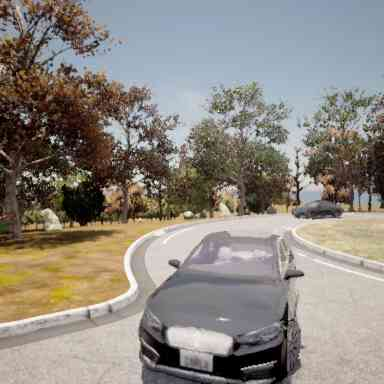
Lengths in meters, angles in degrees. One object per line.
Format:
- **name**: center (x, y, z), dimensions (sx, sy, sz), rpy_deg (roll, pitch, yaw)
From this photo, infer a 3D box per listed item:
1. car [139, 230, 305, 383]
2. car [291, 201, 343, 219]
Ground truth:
- **car**: center (0.835, 1.488, 5.780), dimensions (2.128, 1.511, 4.902), rpy_deg (1, 0, 19)
- **car**: center (10.694, 1.506, 28.400), dimensions (4.674, 1.442, 1.812), rpy_deg (0, 0, -22)
